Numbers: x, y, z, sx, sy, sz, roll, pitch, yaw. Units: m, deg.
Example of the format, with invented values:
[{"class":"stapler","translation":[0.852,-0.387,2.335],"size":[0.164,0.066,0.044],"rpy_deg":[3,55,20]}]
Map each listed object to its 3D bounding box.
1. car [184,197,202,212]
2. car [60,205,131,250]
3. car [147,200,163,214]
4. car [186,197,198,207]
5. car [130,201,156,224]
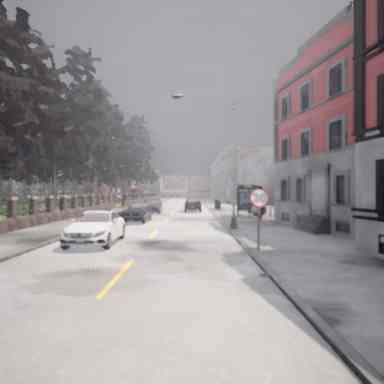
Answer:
[{"class":"car","translation":[0.106,1.420,37.625],"size":[1.882,1.535,5.008],"rpy_deg":[0,0,0]},{"class":"car","translation":[-4.084,1.504,14.410],"size":[1.812,1.442,4.674],"rpy_deg":[0,0,0]},{"class":"car","translation":[-4.063,1.494,34.837],"size":[2.033,1.411,5.357],"rpy_deg":[0,0,0]},{"class":"car","translation":[0.011,1.451,49.197],"size":[1.812,1.442,4.674],"rpy_deg":[0,0,0]},{"class":"car","translation":[-4.092,1.563,24.505],"size":[1.895,1.301,4.718],"rpy_deg":[0,0,0]}]
